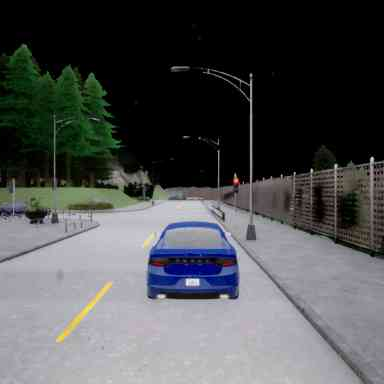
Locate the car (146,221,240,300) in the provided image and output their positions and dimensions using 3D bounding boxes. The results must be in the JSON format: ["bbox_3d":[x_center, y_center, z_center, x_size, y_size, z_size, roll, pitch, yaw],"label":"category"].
[{"bbox_3d":[0.033,1.478,8.478,1.882,1.535,5.008,0,0,0],"label":"car"}]

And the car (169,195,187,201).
[{"bbox_3d":[-3.849,1.540,87.969,5.357,1.411,2.033,0,0,40],"label":"car"}]

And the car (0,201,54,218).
[{"bbox_3d":[-14.546,1.525,29.024,4.674,1.442,1.812,0,0,-1],"label":"car"}]
